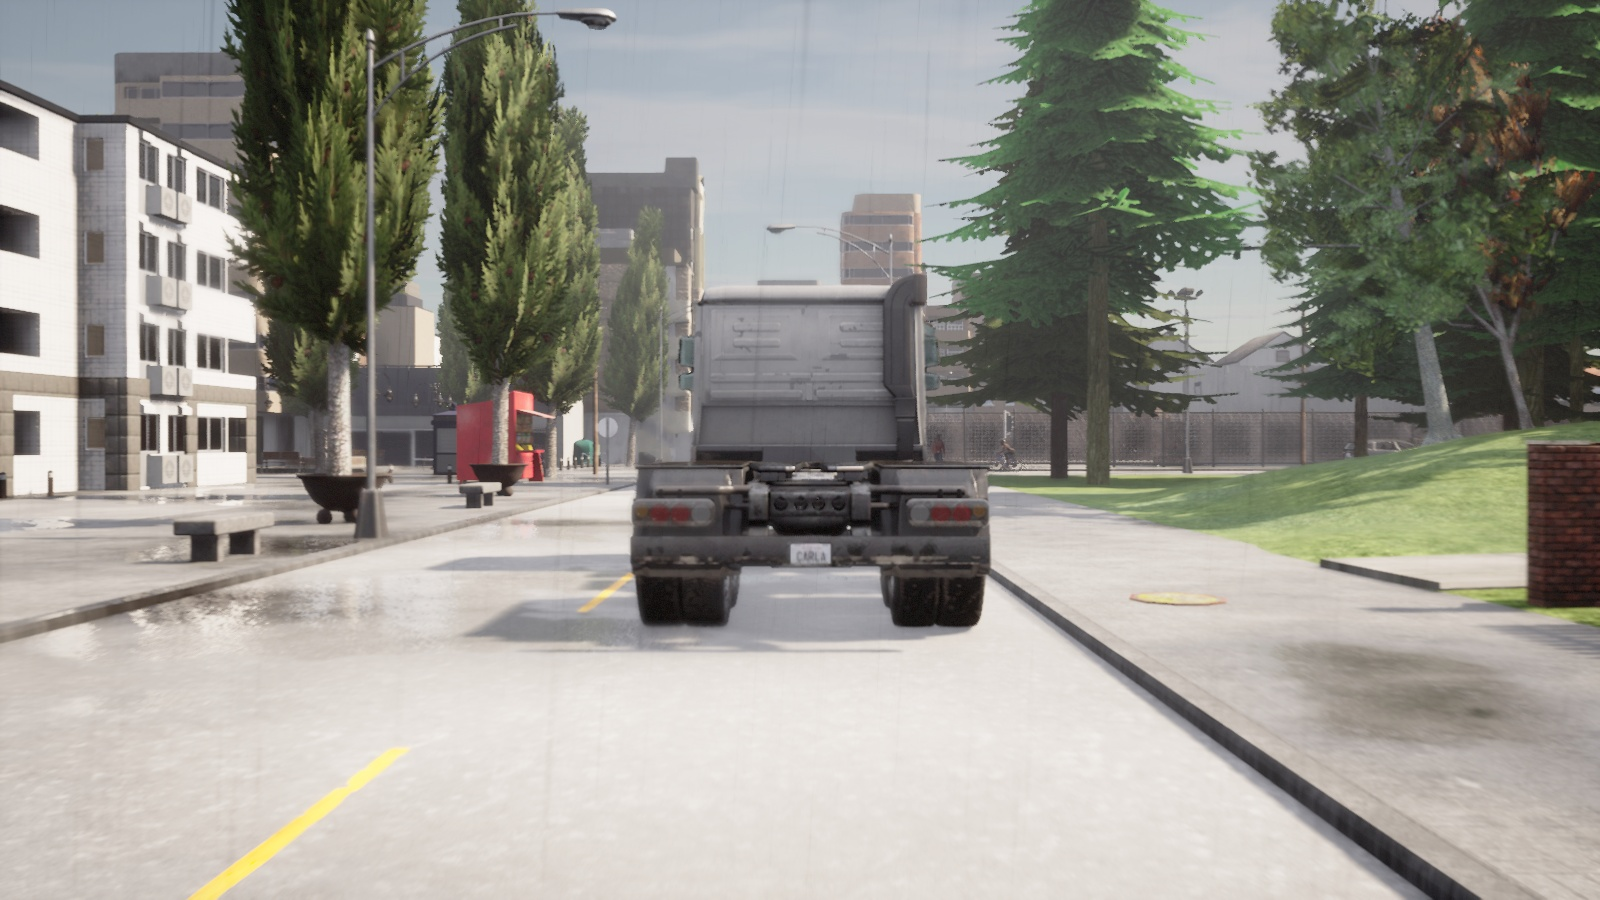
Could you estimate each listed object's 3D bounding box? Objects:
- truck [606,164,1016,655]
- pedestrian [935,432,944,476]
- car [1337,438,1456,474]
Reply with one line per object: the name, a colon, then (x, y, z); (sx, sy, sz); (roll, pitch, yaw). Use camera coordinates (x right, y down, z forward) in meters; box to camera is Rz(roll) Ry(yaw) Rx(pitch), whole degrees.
truck: (0.097, -0.308, 12.831); (2.891, 3.462, 7.936); (0, 0, 0)
pedestrian: (5.853, 0.164, 52.722); (0.331, 1.846, 0.636); (0, 0, 8)
car: (28.311, 0.277, 59.721); (4.611, 1.667, 2.242); (0, 0, 0)
